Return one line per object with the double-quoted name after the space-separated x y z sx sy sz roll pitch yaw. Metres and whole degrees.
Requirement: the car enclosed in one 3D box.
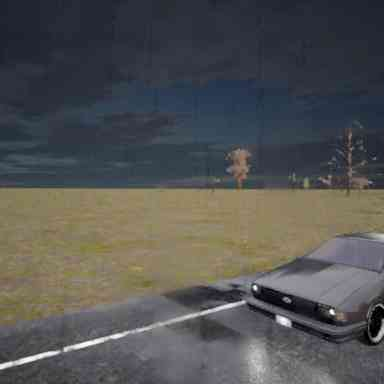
3.541 1.543 6.518 5.357 1.411 2.033 0 0 -35 "car"
